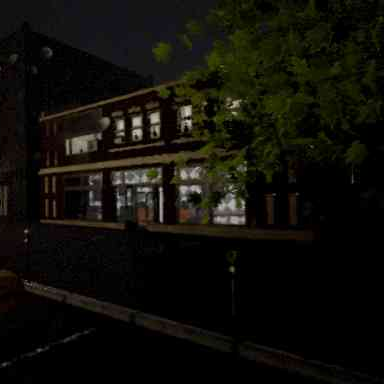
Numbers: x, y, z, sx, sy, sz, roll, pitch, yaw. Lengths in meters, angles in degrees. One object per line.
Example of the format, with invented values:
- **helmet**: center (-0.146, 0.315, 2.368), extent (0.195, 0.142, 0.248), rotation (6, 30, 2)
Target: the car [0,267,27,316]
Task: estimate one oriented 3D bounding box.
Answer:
- **car**: center (-5.138, 1.607, 6.550), extent (4.829, 1.417, 1.752), rotation (-1, -1, 35)
